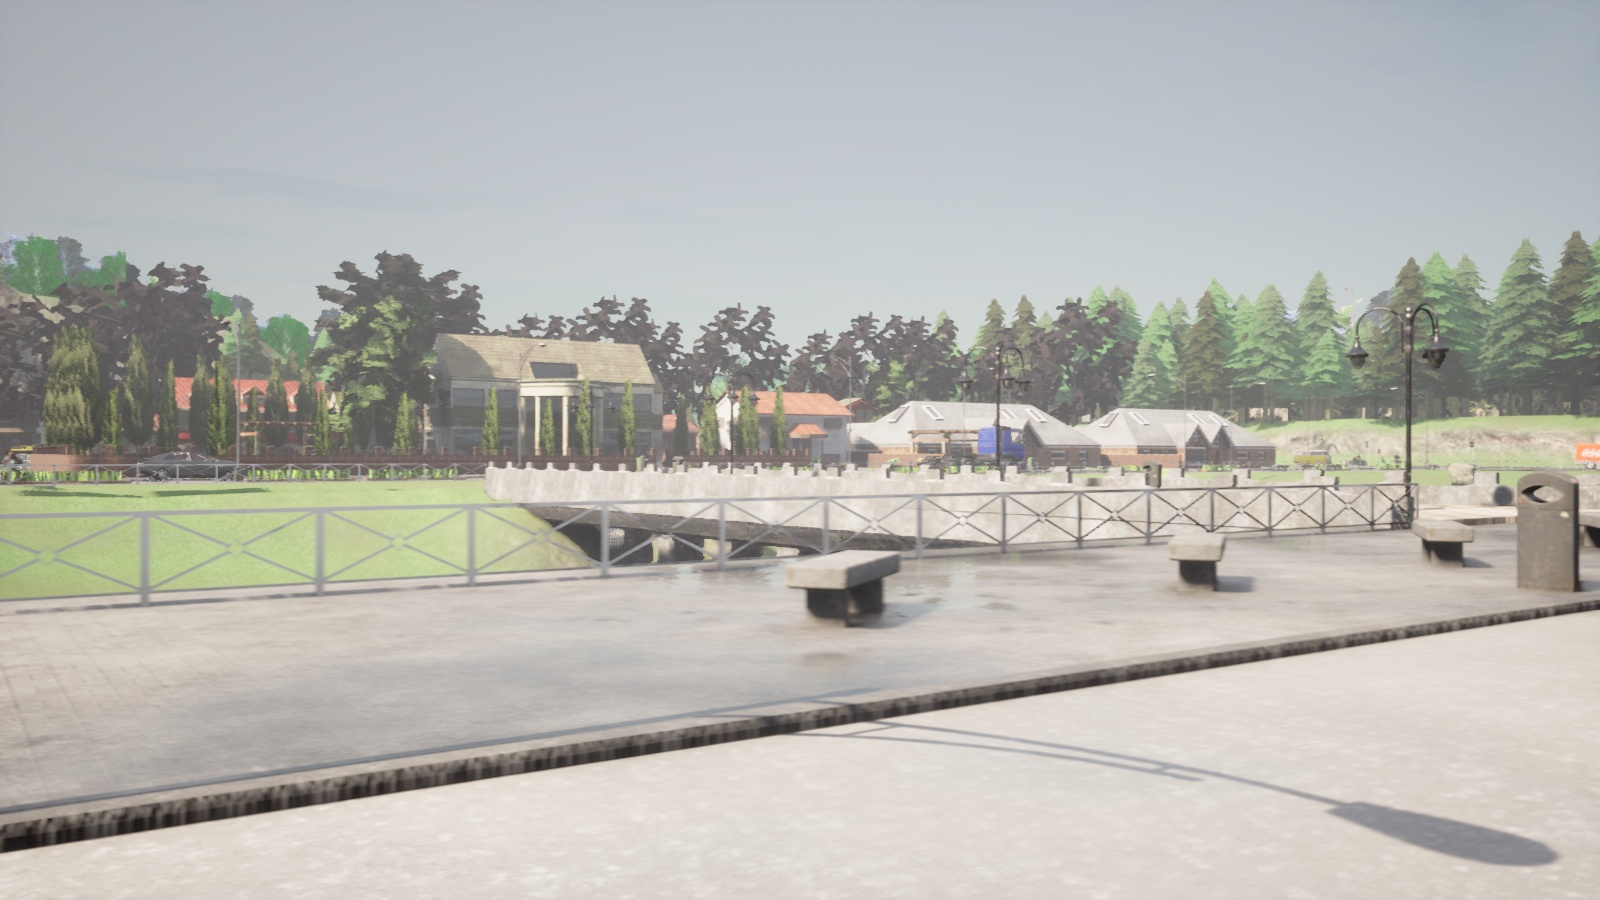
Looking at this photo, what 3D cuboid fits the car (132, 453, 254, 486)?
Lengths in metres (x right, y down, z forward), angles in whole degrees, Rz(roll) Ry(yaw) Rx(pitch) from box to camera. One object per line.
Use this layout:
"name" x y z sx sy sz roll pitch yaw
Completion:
"car" -28.716 0.907 59.440 4.902 1.511 2.128 0 0 -35

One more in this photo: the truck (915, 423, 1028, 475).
"truck" 12.058 -0.047 87.810 7.936 3.462 2.891 0 0 -35
